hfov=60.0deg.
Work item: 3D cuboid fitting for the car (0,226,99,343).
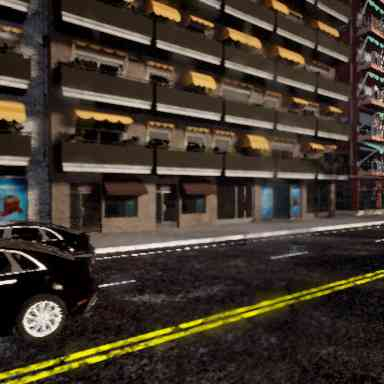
[{"bbox_3d":[-3.889,1.503,4.903,4.892,1.490,1.837,0,0,-36],"label":"car"}]

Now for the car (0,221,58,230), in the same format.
[{"bbox_3d":[-4.896,1.509,8.176,4.892,1.490,1.837,0,0,-36],"label":"car"}]
